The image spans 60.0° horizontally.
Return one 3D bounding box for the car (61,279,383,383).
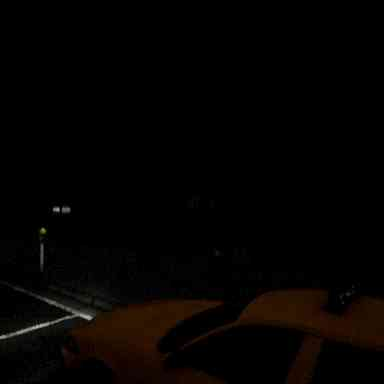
[{"bbox_3d":[0.925,1.497,2.731,5.366,1.575,1.801,-1,-1,40],"label":"car"}]
